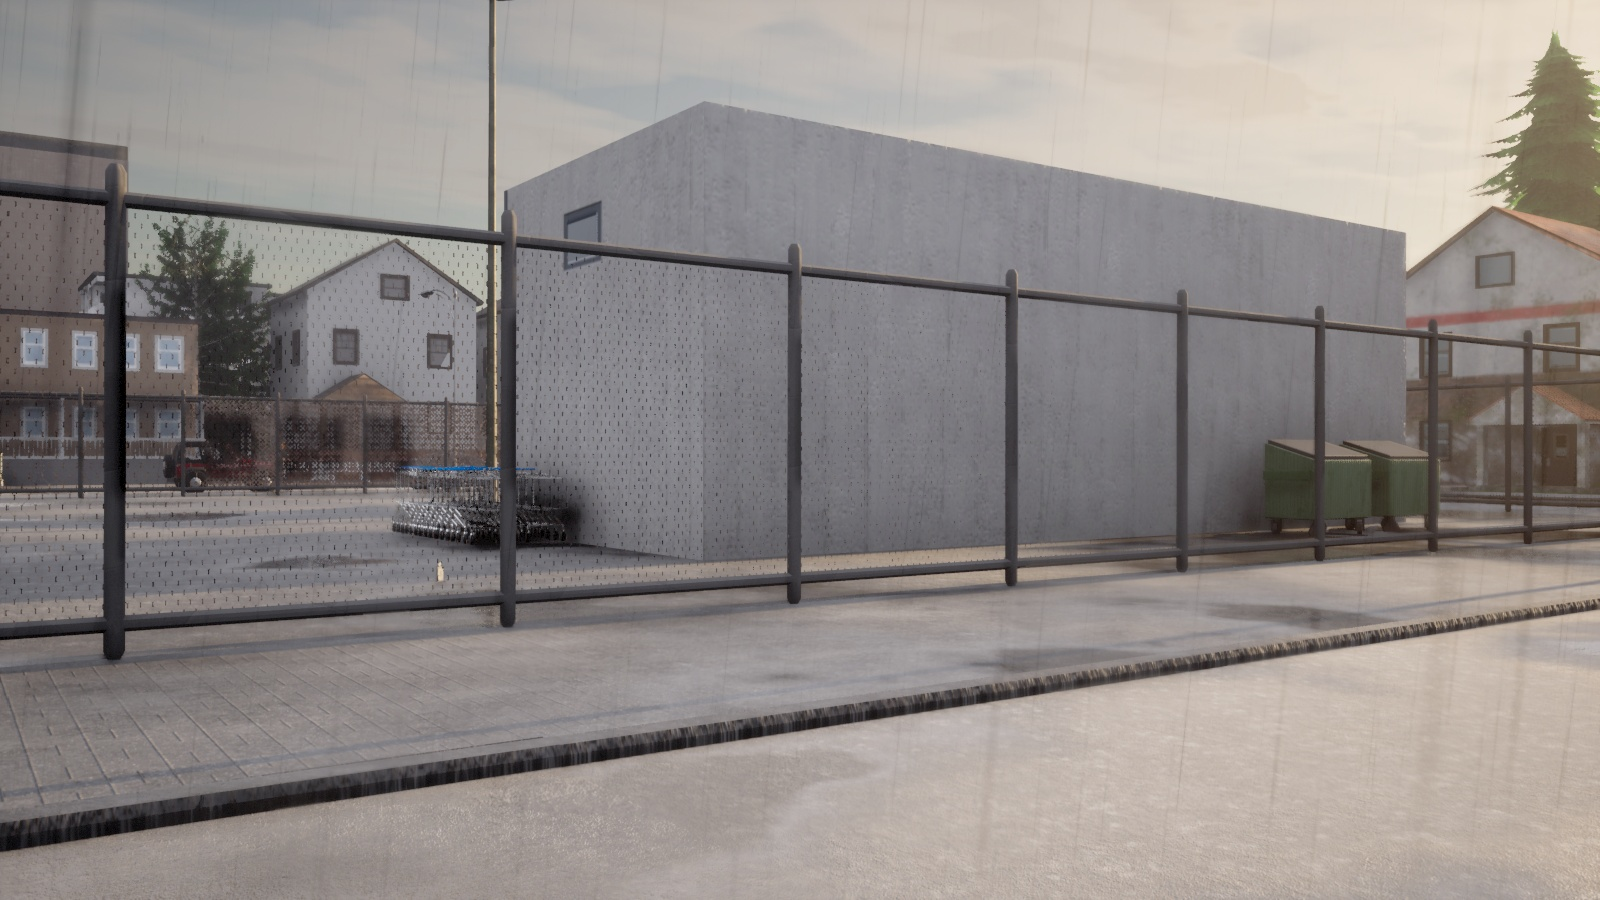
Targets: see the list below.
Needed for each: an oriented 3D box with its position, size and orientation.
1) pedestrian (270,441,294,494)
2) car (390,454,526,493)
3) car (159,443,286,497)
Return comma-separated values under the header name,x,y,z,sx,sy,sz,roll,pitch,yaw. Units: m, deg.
name,x,y,z,sx,sy,sz,roll,pitch,yaw
pedestrian,-17.925,0.594,43.435,0.354,1.836,0.706,0,0,29
car,-13.605,0.901,50.073,4.892,1.490,1.837,0,0,-33
car,-20.718,0.695,45.078,3.866,1.878,1.905,0,0,-34
